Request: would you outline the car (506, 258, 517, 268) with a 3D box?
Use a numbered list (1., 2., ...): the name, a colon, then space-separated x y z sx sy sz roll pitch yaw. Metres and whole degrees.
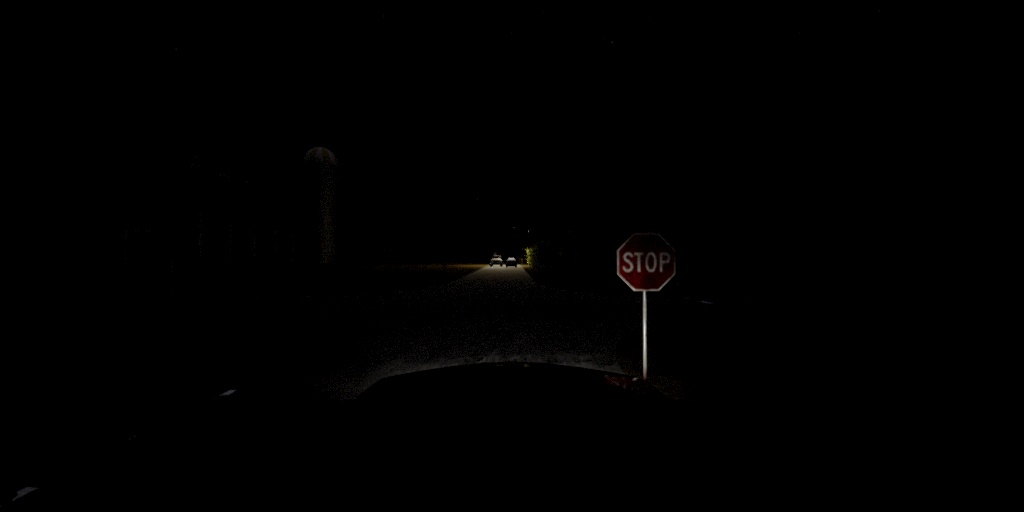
1. car: -0.104 1.315 61.597 1.895 1.301 4.718 0 0 0
